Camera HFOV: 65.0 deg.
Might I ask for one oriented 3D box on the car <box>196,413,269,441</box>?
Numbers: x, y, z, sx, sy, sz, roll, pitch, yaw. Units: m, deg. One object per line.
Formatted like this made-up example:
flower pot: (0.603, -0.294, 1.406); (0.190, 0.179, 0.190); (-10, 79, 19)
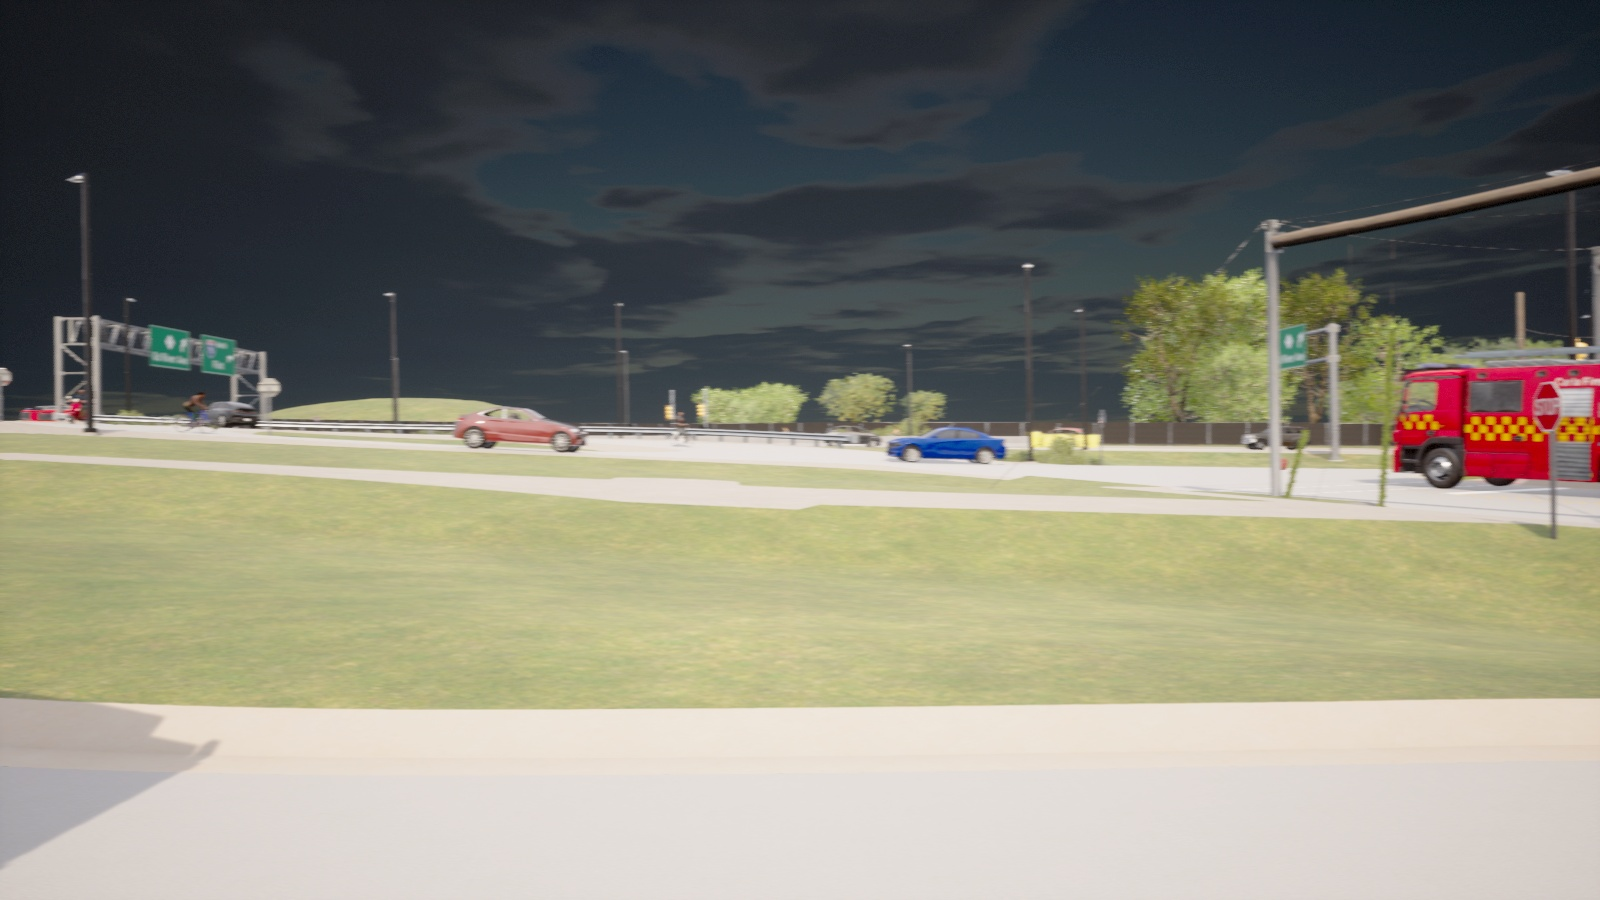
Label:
car: (-32.164, -1.266, 71.136); (4.892, 1.490, 1.837); (0, -2, 41)

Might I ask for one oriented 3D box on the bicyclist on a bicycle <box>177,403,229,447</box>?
bicyclist on a bicycle: (-22.964, -0.939, 48.317); (1.656, 1.620, 0.582); (2, 0, 0)

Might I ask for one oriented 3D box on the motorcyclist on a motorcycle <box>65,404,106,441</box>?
motorcyclist on a motorcycle: (-32.009, -1.233, 56.283); (0.866, 1.590, 1.817); (2, 0, -3)

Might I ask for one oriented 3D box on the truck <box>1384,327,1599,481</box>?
truck: (20.300, -1.220, 33.697); (2.891, 3.827, 8.468); (-2, 2, -25)

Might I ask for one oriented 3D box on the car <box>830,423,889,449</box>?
car: (3.834, -0.900, 81.397); (3.705, 1.549, 1.789); (-1, 0, 0)

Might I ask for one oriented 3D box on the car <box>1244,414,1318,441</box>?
car: (35.144, -1.650, 91.813); (4.605, 1.855, 1.932); (-1, 0, 0)

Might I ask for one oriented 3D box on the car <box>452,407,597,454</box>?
car: (-10.509, -0.729, 48.139); (5.027, 1.651, 2.152); (1, 0, 1)

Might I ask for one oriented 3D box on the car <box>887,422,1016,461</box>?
car: (6.239, -0.353, 52.124); (5.008, 1.535, 1.882); (1, 1, -6)
